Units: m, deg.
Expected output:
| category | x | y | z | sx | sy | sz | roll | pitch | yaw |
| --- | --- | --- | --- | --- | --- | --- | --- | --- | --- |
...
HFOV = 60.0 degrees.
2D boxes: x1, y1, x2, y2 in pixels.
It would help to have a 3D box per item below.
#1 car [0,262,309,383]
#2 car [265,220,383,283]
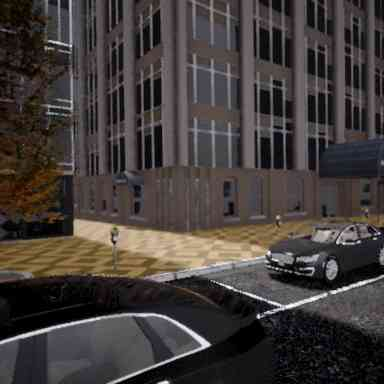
| category | x | y | z | sx | sy | sz | roll | pitch | yaw |
| --- | --- | --- | --- | --- | --- | --- | --- | --- | --- |
| car | -1.500 | 1.505 | 2.311 | 4.892 | 1.490 | 1.837 | 0 | 0 | -35 |
| car | 3.951 | 1.496 | 9.383 | 4.403 | 1.369 | 2.008 | 0 | 0 | -35 |
